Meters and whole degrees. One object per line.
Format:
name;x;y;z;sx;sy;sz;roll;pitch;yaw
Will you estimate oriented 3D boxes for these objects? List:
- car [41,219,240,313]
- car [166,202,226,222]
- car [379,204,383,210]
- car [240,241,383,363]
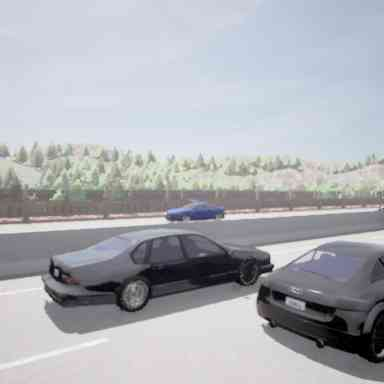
car;-0.495;1.569;7.695;5.357;1.411;2.033;0;0;-36
car;0.330;1.563;25.725;5.008;1.535;1.882;0;0;-35
car;23.145;1.582;37.647;4.553;1.767;2.097;0;0;-35
car;3.129;1.596;5.982;4.181;1.385;1.994;0;0;-36
